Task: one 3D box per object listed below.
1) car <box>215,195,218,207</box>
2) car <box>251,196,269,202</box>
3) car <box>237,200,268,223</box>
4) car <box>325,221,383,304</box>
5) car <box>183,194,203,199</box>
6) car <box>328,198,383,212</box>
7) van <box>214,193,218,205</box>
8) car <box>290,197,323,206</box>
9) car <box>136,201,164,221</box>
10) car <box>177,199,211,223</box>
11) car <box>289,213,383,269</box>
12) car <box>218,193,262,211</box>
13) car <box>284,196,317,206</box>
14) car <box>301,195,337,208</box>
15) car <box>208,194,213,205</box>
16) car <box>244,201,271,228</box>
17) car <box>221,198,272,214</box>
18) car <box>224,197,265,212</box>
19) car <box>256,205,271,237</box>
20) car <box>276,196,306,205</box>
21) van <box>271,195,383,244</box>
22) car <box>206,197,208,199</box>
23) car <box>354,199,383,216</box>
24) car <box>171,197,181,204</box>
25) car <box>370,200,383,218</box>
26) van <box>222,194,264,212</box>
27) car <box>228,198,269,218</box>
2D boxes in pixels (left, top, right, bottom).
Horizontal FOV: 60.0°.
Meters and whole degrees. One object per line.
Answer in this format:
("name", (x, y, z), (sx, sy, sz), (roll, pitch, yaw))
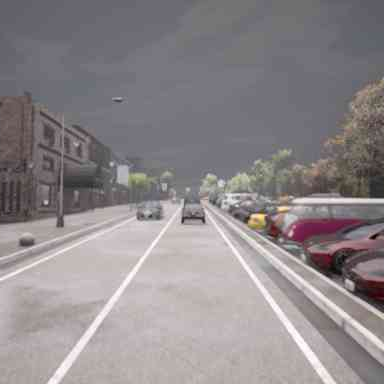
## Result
("car", (5.576, 1.471, 40.447), (4.892, 1.521, 2.231), (0, 0, 0))
("car", (18.660, 1.930, 91.310), (4.674, 1.452, 2.002), (0, -1, 0))
("car", (5.610, 1.446, 20.824), (5.008, 1.535, 2.097), (0, 0, 0))
("car", (5.611, 1.494, 6.811), (4.792, 1.488, 2.163), (0, 0, 0))
("car", (0.041, 1.231, 44.521), (2.150, 2.045, 5.566), (0, -1, 0))
("car", (18.480, 1.463, 37.765), (5.366, 1.575, 1.946), (0, 0, 0))
("van", (5.463, 1.249, 43.251), (4.442, 1.987, 1.878), (0, 0, 0))
("car", (18.654, 1.552, 54.471), (4.674, 1.452, 2.002), (0, 0, 0))
("car", (-3.359, 1.472, 27.220), (2.128, 1.511, 4.902), (0, 0, 0))
("car", (0.087, 1.527, 25.565), (2.033, 1.411, 5.357), (0, 0, 0))
("car", (5.606, 1.490, 9.614), (4.792, 1.488, 2.163), (0, 0, 0))
("car", (5.624, 1.204, 32.037), (5.566, 2.045, 2.435), (0, 0, 0))
("car", (18.657, 1.528, 57.258), (5.008, 1.535, 2.097), (0, 0, 0))
("car", (18.622, 1.364, 48.903), (4.553, 1.767, 2.185), (0, 0, 0))
("car", (5.602, 1.237, 48.856), (5.566, 2.045, 2.435), (0, 0, 0))
("car", (5.806, 1.446, 18.024), (5.366, 1.575, 1.946), (0, 0, 0))
("car", (5.586, 1.460, 34.841), (5.008, 1.535, 2.097), (0, 0, 0))
("car", (5.596, 1.451, 29.230), (4.892, 1.521, 2.231), (0, 0, 0))
("car", (5.655, 1.482, 15.221), (4.792, 1.488, 2.163), (0, 0, 0))
("car", (18.648, 1.571, 62.826), (5.008, 1.535, 2.097), (0, -1, 0))
("van", (5.514, 1.231, 12.417), (4.442, 1.987, 1.878), (0, 0, 0))
("car", (5.601, 1.277, 57.267), (5.566, 2.045, 2.435), (0, 0, 0))
("car", (18.646, 1.486, 32.194), (4.792, 1.488, 2.163), (0, 0, 0))
("car", (-3.279, 1.755, 68.459), (1.895, 1.301, 4.718), (0, -1, 0))
("car", (18.709, 1.481, 29.409), (4.792, 1.488, 2.163), (0, 0, 0))
("van", (5.703, 1.239, 37.645), (4.442, 1.987, 1.878), (0, 0, 0))
("car", (5.577, 1.477, 26.432), (4.792, 1.488, 2.163), (0, 0, 0))
